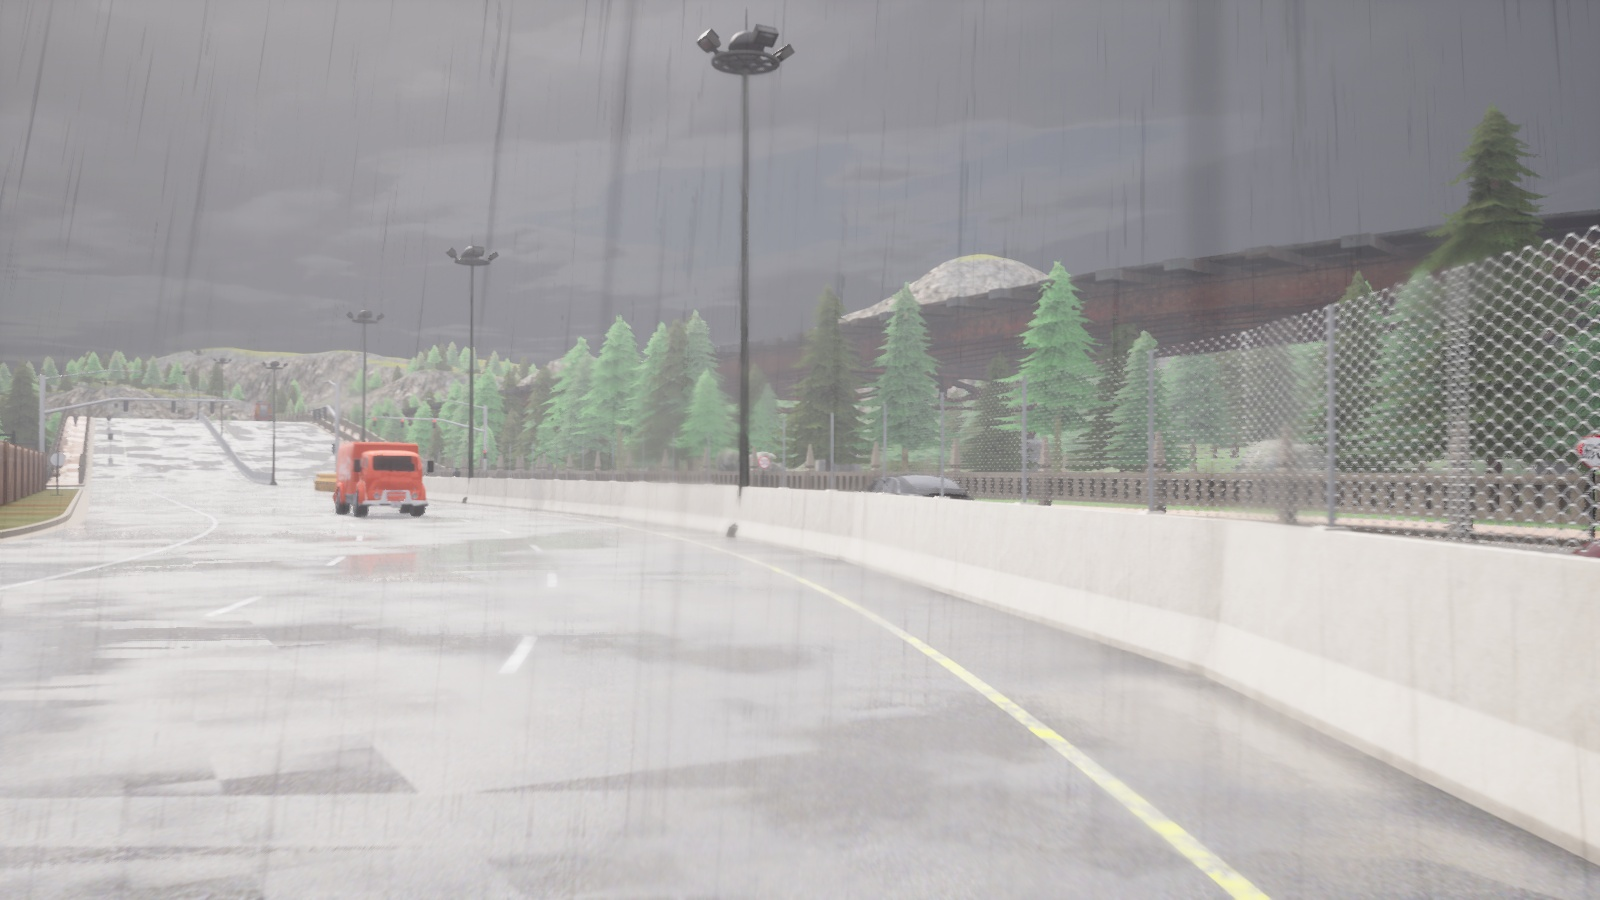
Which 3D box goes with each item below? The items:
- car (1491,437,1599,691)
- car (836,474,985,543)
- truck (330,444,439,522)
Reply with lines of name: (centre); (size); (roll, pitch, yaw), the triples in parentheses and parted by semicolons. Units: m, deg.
car: (6.690, 0.774, 7.743); (2.097, 1.767, 4.553); (0, -1, -4)
car: (2.491, 1.306, 29.683); (1.837, 1.490, 4.892); (0, -1, -17)
truck: (-14.139, 1.100, 42.549); (2.627, 2.467, 5.204); (1, -1, -28)
